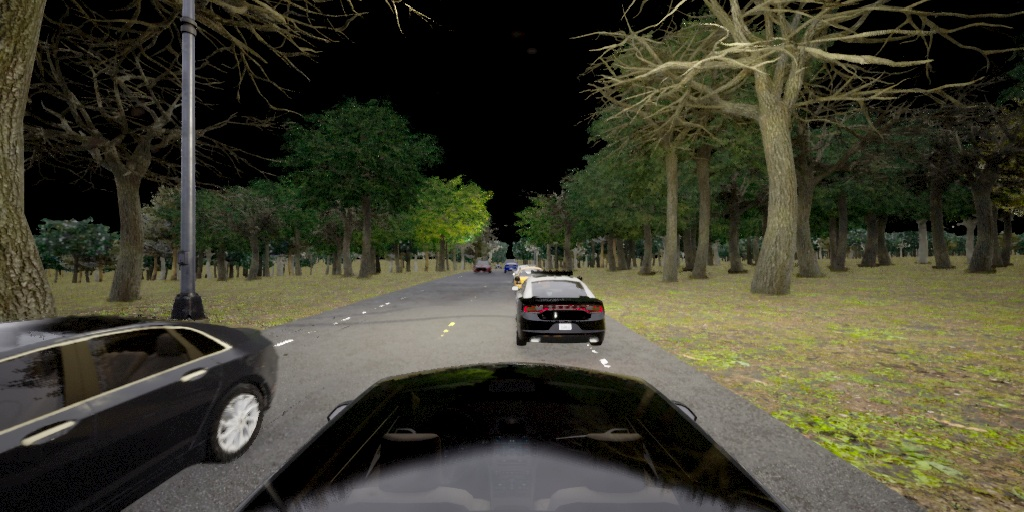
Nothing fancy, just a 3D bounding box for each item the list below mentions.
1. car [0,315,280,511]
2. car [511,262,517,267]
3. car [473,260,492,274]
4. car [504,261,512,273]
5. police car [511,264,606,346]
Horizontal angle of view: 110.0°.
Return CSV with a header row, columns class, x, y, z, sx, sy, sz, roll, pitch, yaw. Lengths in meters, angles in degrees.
class,x,y,z,sx,sy,sz,roll,pitch,yaw
car,-3.599,1.254,2.166,1.837,1.490,4.892,0,0,0
car,1.016,1.255,19.670,1.801,1.575,5.366,0,0,0
car,-3.684,1.331,45.212,2.097,1.767,4.553,0,-1,0
car,-0.064,1.508,48.904,1.882,1.535,5.008,0,-1,0
police car,1.036,1.185,9.588,1.930,1.638,5.238,0,0,0
